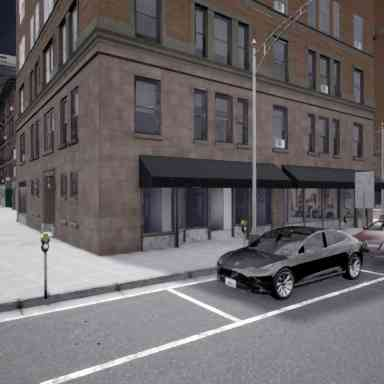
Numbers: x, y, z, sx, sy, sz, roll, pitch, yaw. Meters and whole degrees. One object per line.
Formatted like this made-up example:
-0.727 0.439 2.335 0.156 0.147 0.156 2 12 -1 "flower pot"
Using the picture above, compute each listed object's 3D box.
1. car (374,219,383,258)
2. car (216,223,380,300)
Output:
7.080 1.582 11.573 4.206 1.307 1.802 0 0 -35 "car"
2.599 1.566 8.382 4.313 1.339 1.947 0 0 -35 "car"
